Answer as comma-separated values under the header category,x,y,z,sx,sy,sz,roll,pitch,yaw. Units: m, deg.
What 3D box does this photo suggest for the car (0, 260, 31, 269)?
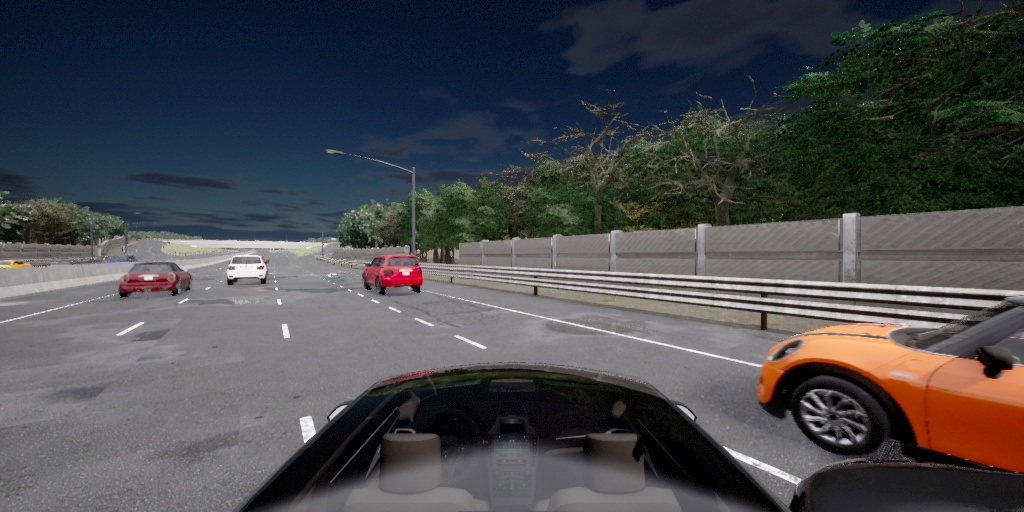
category,x,y,z,sx,sy,sz,roll,pitch,yaw
car,-51.607,1.182,36.504,1.882,1.535,5.008,0,0,-33

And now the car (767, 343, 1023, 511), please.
category,x,y,z,sx,sy,sz,roll,pitch,yaw
car,2.984,1.315,0.521,4.181,1.385,1.994,0,0,34

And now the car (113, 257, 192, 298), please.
category,x,y,z,sx,sy,sz,roll,pitch,yaw
car,-18.553,1.092,18.879,2.097,1.767,4.553,0,0,-34

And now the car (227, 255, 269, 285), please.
category,x,y,z,sx,sy,sz,roll,pitch,yaw
car,-19.289,0.957,26.244,2.150,2.045,5.566,0,0,-34

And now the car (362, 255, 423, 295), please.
category,x,y,z,sx,sy,sz,roll,pitch,yaw
car,-6.845,0.967,20.300,2.150,2.045,5.566,0,0,-34

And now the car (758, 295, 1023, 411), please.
category,x,y,z,sx,sy,sz,roll,pitch,yaw
car,4.862,1.103,3.019,2.097,1.767,4.553,0,0,-34

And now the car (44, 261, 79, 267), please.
category,x,y,z,sx,sy,sz,roll,pitch,yaw
car,-49.262,1.267,39.295,1.994,1.385,4.181,0,0,-33
